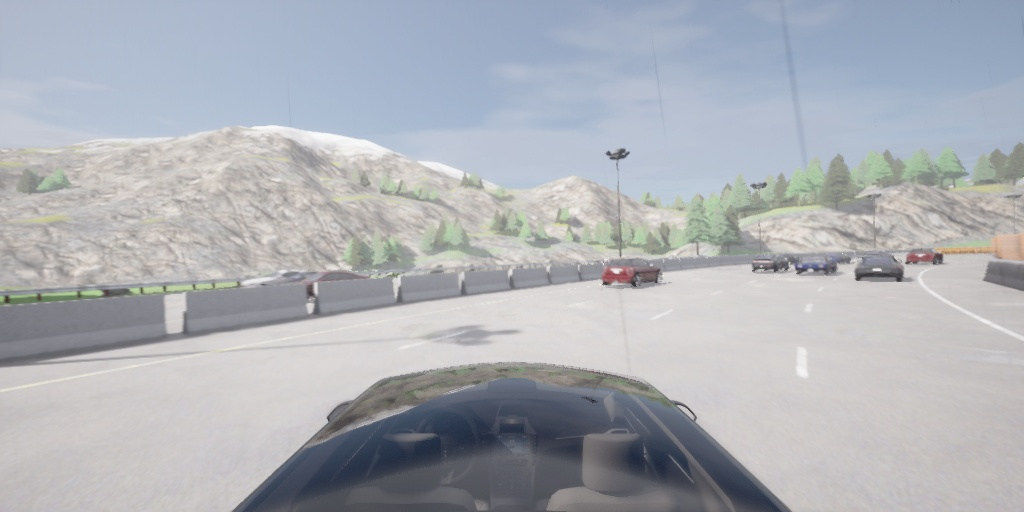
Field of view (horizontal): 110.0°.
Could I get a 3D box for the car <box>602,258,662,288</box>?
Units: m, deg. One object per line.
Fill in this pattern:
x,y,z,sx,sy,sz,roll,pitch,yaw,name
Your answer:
7.396,0.889,21.894,2.097,1.767,4.553,-1,0,44,car

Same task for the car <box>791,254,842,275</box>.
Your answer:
23.165,0.716,27.221,4.718,1.301,1.895,-2,0,-40,car

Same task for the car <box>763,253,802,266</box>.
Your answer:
33.032,0.387,43.791,5.357,1.411,2.033,-2,0,-33,car

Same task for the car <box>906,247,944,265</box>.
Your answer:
42.828,-0.061,37.203,4.553,1.767,2.097,-2,0,-33,car

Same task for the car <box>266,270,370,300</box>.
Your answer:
-9.659,1.517,18.701,1.812,1.442,4.674,-2,0,39,car

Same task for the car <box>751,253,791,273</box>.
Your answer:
22.549,0.618,31.236,4.902,1.511,2.128,-1,0,-39,car

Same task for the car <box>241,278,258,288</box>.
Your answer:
-14.800,1.649,23.450,1.812,1.442,4.674,-2,0,39,car

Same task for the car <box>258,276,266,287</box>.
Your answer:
-12.098,1.618,21.211,1.994,1.385,4.181,-2,0,39,car

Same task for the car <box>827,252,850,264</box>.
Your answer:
38.638,0.256,42.851,4.181,1.385,1.994,-1,0,-32,car

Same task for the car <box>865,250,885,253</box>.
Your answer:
40.745,0.130,40.037,4.902,1.511,2.128,-1,0,-32,car

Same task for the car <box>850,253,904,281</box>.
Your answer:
22.208,0.709,21.697,4.181,1.385,1.994,-2,0,-42,car
